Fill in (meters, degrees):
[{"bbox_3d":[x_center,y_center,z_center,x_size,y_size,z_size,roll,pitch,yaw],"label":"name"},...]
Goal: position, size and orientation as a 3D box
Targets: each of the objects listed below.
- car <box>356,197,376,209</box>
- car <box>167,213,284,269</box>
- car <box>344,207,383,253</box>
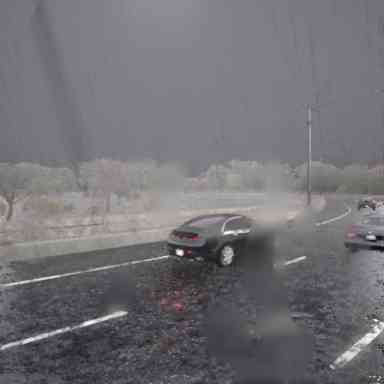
[{"bbox_3d":[21.161,1.394,40.427,1.837,1.490,4.892,0,0,25],"label":"car"},{"bbox_3d":[1.333,1.476,11.252,1.837,1.490,4.892,0,0,44],"label":"car"},{"bbox_3d":[7.442,1.512,12.695,2.033,1.411,5.357,0,0,41],"label":"car"}]
